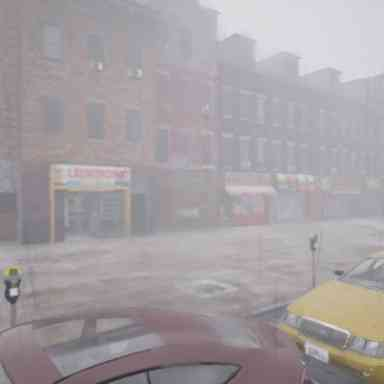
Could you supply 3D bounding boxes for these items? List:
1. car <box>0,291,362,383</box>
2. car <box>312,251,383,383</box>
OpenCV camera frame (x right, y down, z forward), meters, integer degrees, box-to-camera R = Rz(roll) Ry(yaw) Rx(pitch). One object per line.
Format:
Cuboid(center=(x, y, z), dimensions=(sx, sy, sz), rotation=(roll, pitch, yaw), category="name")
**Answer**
Cuboid(center=(-0.900, 1.583, 2.171), dimensions=(4.206, 1.307, 1.802), rotation=(0, 0, -35), category="car")
Cuboid(center=(3.400, 1.530, 5.238), dimensions=(4.829, 1.417, 1.752), rotation=(0, 0, -35), category="car")
